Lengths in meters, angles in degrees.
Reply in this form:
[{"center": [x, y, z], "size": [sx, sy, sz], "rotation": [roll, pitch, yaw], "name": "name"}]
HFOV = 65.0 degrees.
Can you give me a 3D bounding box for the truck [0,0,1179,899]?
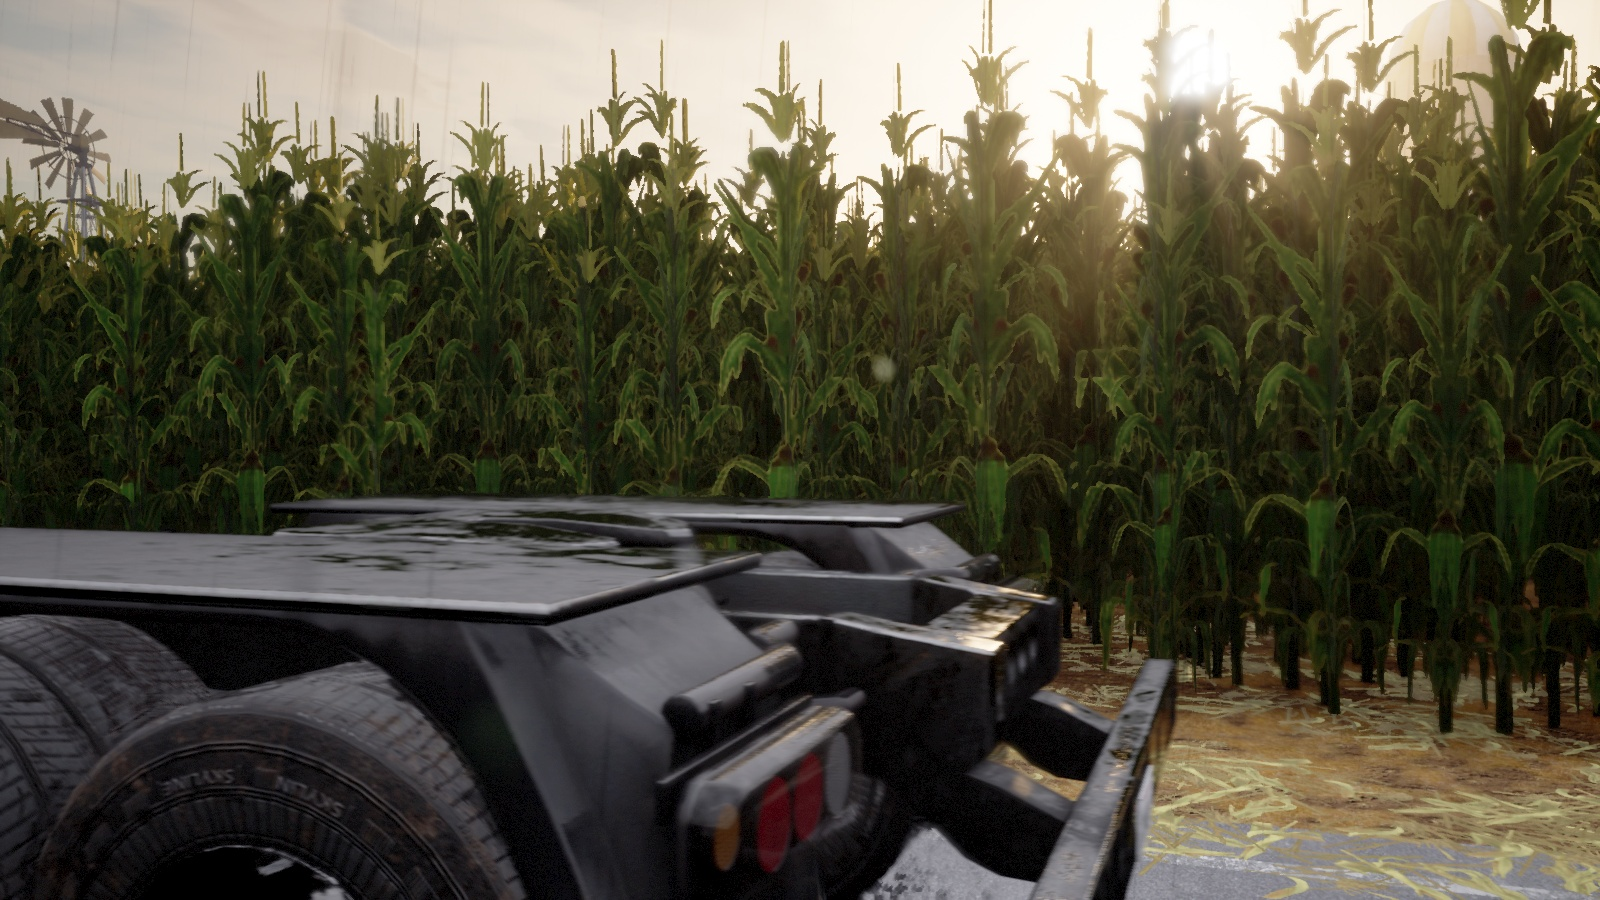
[{"center": [-2.965, -0.234, 4.216], "size": [7.936, 3.462, 2.891], "rotation": [1, 1, 20], "name": "truck"}]
